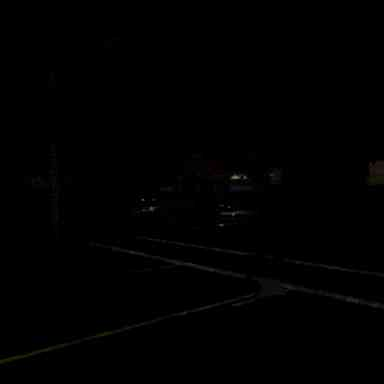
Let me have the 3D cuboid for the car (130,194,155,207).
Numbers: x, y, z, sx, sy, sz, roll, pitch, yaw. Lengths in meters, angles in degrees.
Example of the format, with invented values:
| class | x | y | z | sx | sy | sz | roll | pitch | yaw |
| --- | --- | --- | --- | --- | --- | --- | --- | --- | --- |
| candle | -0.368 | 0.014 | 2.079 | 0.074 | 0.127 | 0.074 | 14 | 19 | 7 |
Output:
| class | x | y | z | sx | sy | sz | roll | pitch | yaw |
| --- | --- | --- | --- | --- | --- | --- | --- | --- | --- |
| car | -7.062 | 1.119 | 46.678 | 2.097 | 1.767 | 4.553 | -1 | 1 | -37 |

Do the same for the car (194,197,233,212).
| class | x | y | z | sx | sy | sz | roll | pitch | yaw |
| --- | --- | --- | --- | --- | --- | --- | --- | --- | --- |
| car | 2.152 | 1.253 | 34.469 | 1.837 | 1.490 | 4.892 | -1 | 1 | -37 |
